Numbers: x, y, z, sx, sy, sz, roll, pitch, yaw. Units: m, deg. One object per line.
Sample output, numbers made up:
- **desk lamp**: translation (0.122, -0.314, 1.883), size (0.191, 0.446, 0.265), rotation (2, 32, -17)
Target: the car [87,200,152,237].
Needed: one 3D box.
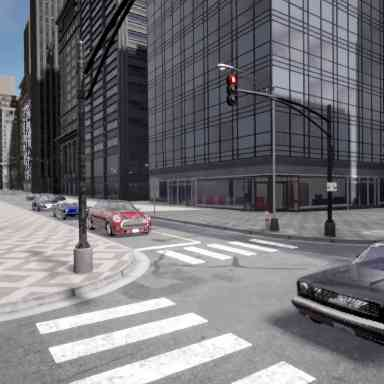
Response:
- **car**: translation (-3.928, 1.233, 17.689), size (2.097, 1.767, 4.553), rotation (-1, 1, -34)

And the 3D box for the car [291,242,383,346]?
- **car**: translation (3.959, 1.599, 5.924), size (4.718, 1.301, 1.895), rotation (-1, 1, -34)

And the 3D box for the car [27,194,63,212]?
- **car**: translation (-15.410, 1.178, 34.672), size (2.128, 1.511, 4.902), rotation (-1, 1, -34)

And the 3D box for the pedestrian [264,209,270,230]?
- **pedestrian**: translation (3.896, 1.373, 17.267), size (0.500, 1.100, 0.500), rotation (0, 0, -34)

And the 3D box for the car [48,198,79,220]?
- **car**: translation (-9.597, 1.389, 26.075), size (1.895, 1.301, 4.718), rotation (-1, 1, -34)
